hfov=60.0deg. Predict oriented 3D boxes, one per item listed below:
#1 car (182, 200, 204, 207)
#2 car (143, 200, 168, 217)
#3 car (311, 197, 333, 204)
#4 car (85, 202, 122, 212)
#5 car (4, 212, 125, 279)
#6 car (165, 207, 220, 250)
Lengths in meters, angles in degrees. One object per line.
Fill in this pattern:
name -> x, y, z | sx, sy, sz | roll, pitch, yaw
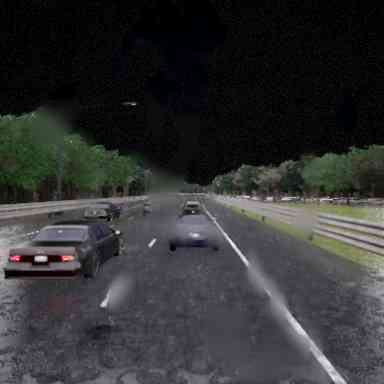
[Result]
car -> 0.095, 1.524, 31.338 | 1.837, 1.490, 4.892 | 0, 0, 0
car -> -3.401, 1.499, 31.206 | 2.128, 1.511, 4.902 | 1, -1, 0
car -> 27.495, 1.776, 70.658 | 1.882, 1.535, 5.008 | 0, 0, -24
car -> -6.904, 1.530, 26.191 | 2.033, 1.411, 5.357 | 0, 0, 0
car -> -3.401, 1.549, 9.995 | 2.033, 1.411, 5.357 | 0, 0, 0
car -> 0.097, 1.568, 14.294 | 1.994, 1.385, 4.181 | 0, 0, 0
